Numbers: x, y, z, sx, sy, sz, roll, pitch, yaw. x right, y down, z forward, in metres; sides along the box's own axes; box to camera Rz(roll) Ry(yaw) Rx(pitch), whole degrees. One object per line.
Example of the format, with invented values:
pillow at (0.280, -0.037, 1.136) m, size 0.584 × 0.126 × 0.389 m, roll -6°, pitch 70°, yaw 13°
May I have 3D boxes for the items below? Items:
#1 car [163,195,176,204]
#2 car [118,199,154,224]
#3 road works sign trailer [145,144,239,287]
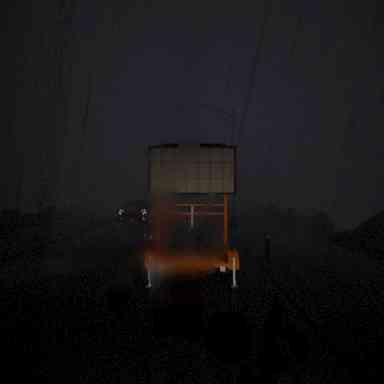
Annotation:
car at (-3.992, 1.352, 59.995) m, size 2.097 × 1.767 × 4.553 m, roll 0°, pitch 0°, yaw 1°
car at (-4.080, 1.353, 24.702) m, size 2.097 × 1.767 × 4.553 m, roll 0°, pitch 0°, yaw 0°
road works sign trailer at (0.009, 0.464, 9.270) m, size 2.380 × 3.560 × 2.880 m, roll 0°, pitch 0°, yaw 0°
